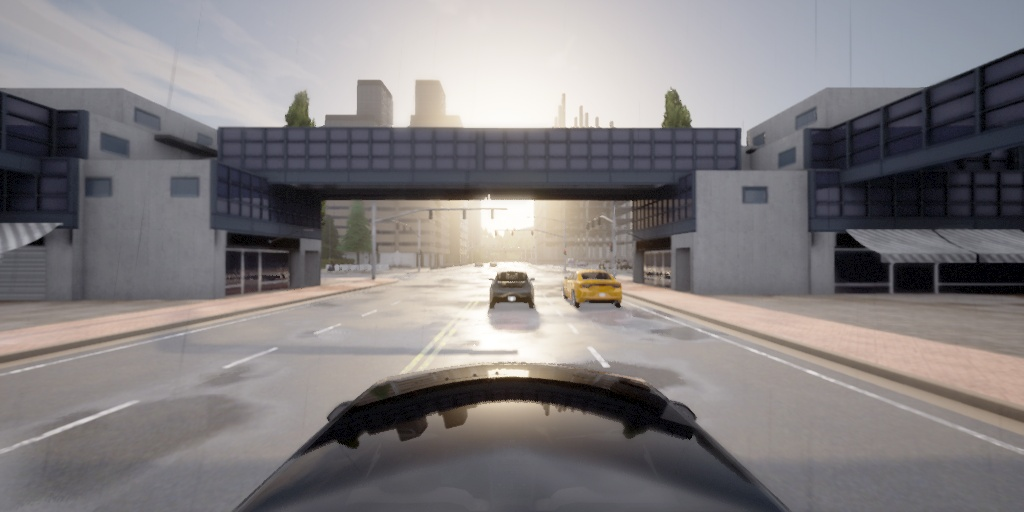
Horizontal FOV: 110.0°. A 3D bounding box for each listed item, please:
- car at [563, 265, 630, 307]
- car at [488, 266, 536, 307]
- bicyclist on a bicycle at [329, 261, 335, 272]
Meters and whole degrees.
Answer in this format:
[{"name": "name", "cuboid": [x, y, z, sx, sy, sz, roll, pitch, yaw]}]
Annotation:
[{"name": "car", "cuboid": [3.500, 1.363, 16.320, 1.882, 1.535, 5.008, 0, 0, 0]}, {"name": "car", "cuboid": [-0.001, 1.392, 16.164, 1.837, 1.490, 4.892, 0, 0, 0]}, {"name": "bicyclist on a bicycle", "cuboid": [-26.025, 1.518, 51.936, 0.582, 1.620, 1.656, 0, 0, 0]}]
